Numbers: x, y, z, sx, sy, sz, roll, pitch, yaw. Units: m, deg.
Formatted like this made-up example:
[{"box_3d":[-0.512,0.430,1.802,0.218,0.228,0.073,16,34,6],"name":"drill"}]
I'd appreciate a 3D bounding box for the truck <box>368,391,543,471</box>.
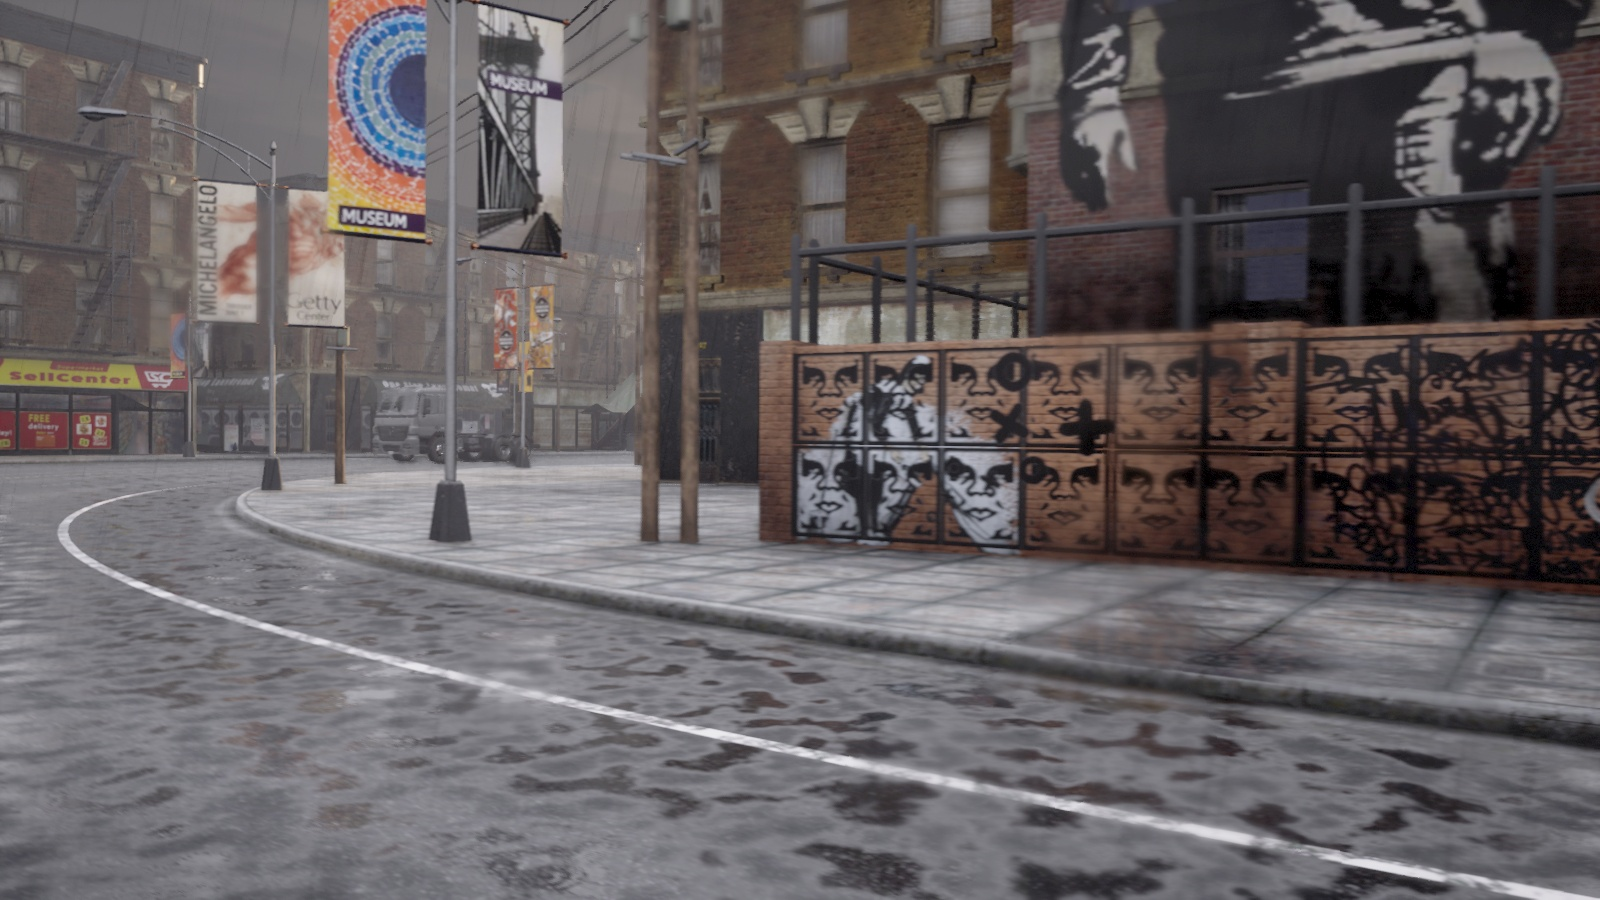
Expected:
[{"box_3d":[-15.956,-0.891,58.813,2.891,3.462,7.936,0,1,33],"name":"truck"}]
